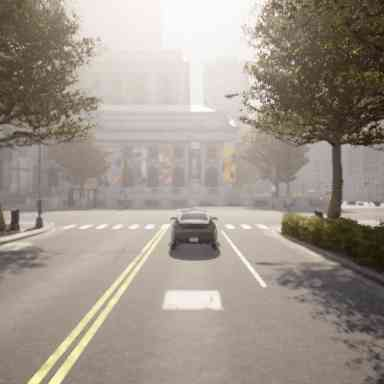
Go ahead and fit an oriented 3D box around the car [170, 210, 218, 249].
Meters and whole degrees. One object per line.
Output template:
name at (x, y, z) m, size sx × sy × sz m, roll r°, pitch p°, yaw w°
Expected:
car at (0.090, 1.546, 14.818) m, size 1.837 × 1.490 × 4.892 m, roll 0°, pitch 0°, yaw 0°
